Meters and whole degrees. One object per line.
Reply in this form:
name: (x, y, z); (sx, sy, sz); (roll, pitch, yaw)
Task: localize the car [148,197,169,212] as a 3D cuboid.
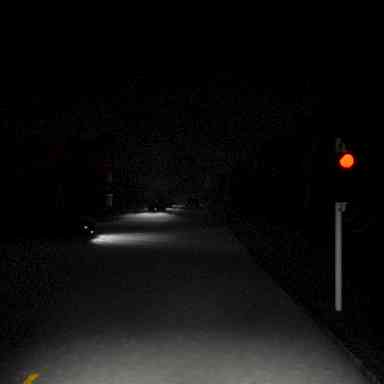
car: (-4.099, 1.601, 39.424); (1.895, 1.301, 4.718); (0, 0, 0)

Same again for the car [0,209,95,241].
car: (-7.514, 1.548, 15.967); (5.357, 1.411, 2.033); (0, 0, -4)

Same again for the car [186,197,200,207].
car: (0.109, 1.506, 52.580); (1.837, 1.490, 4.892); (0, 0, 0)

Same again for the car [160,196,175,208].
car: (-4.087, 1.352, 48.387); (2.097, 1.767, 4.553); (0, 0, 0)

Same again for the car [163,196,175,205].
car: (-4.054, 1.525, 58.541); (1.812, 1.442, 4.674); (0, 0, 0)
